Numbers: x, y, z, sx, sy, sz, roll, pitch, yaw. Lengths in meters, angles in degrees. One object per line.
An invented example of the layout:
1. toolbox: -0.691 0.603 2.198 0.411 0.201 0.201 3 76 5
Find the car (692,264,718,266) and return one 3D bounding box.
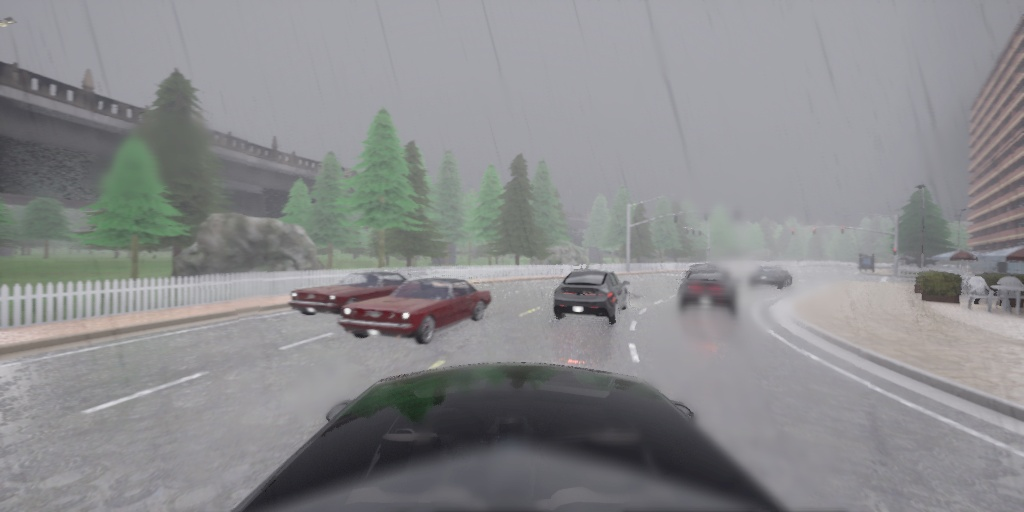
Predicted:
1. car: 14.087 1.329 25.895 4.892 1.490 1.837 1 0 -45

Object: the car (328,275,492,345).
1. car: -2.196 1.270 9.503 1.895 1.301 4.718 1 0 18

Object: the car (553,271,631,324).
1. car: 2.807 1.236 12.220 1.837 1.490 4.892 0 0 24

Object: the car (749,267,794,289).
1. car: 17.907 1.455 24.733 4.181 1.385 1.994 1 0 -44

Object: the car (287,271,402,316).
1. car: -4.915 1.212 12.178 1.895 1.301 4.718 1 0 20

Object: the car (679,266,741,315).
1. car: 7.767 1.301 14.044 1.837 1.490 4.892 0 -1 32
